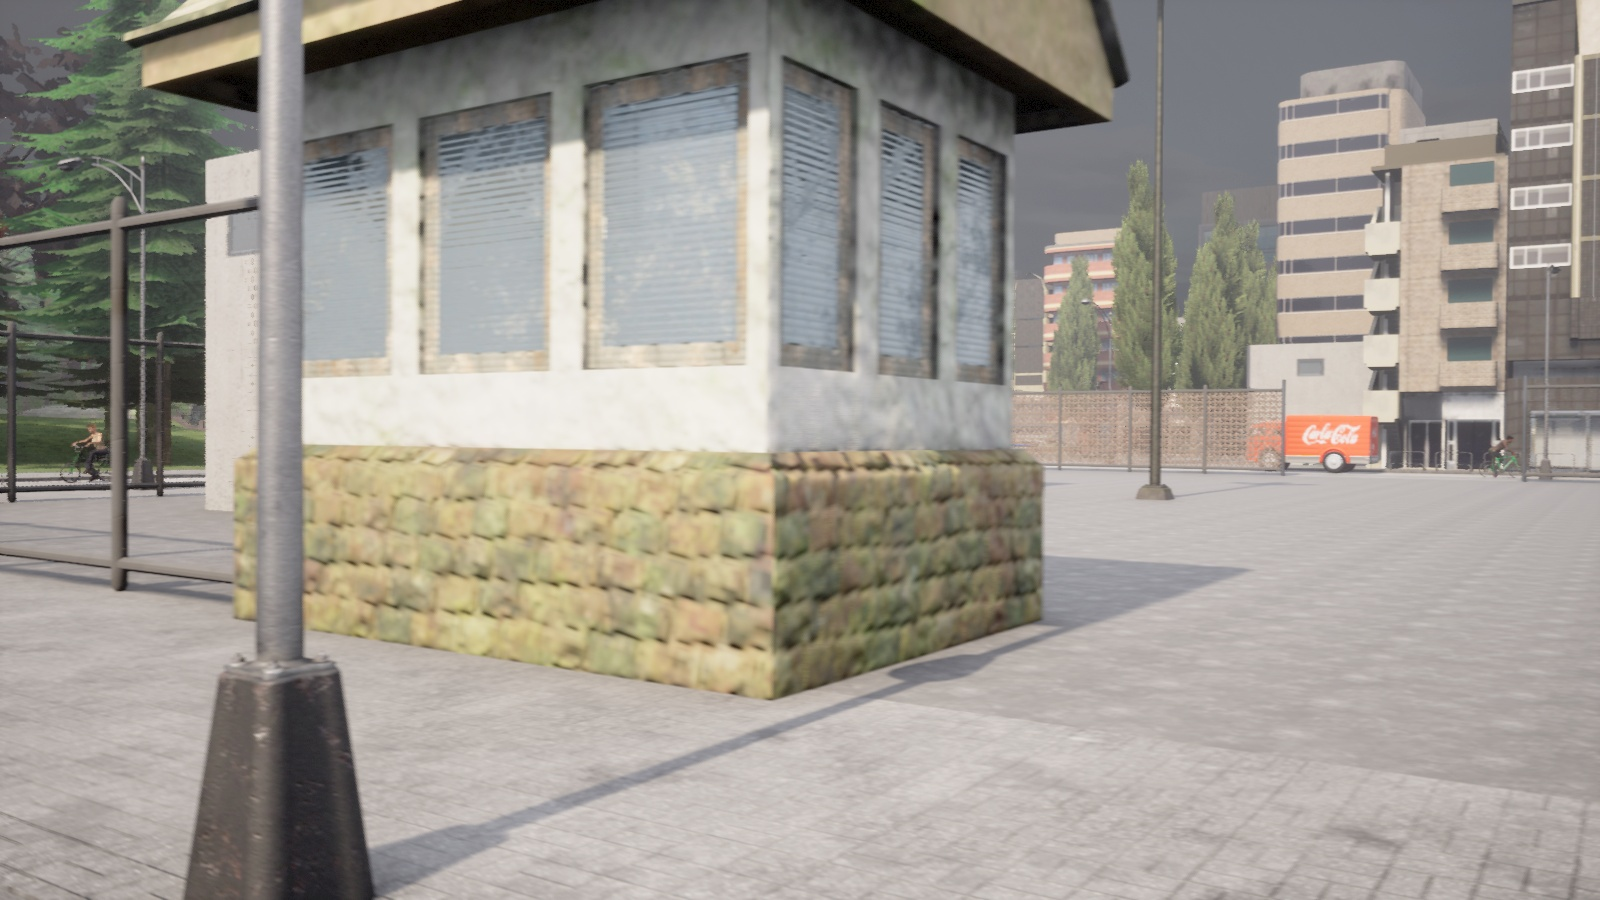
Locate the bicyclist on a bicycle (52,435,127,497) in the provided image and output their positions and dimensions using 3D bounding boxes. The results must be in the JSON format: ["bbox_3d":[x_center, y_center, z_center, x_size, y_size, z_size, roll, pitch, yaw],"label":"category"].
[{"bbox_3d":[-19.137,0.420,33.847,0.866,1.612,1.509,0,1,33],"label":"bicyclist on a bicycle"}]

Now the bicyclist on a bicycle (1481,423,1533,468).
[{"bbox_3d":[26.114,-0.180,46.394,1.656,1.620,0.582,0,1,34],"label":"bicyclist on a bicycle"}]

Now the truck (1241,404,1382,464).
[{"bbox_3d":[21.966,-0.676,53.953,5.204,2.467,2.627,0,1,33],"label":"truck"}]
